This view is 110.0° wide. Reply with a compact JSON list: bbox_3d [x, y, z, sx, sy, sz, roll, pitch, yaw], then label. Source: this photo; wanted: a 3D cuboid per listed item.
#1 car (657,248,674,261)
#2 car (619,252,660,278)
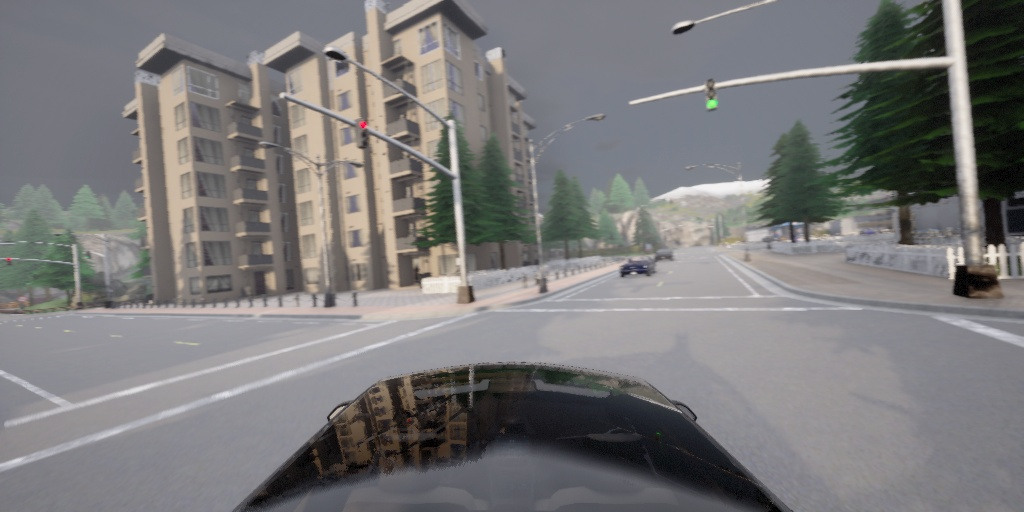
[{"bbox_3d":[17.939,-0.189,42.197,1.882,1.535,5.008,-5,0,28],"label":"car"},{"bbox_3d":[8.550,0.693,24.278,1.895,1.301,4.718,-5,0,28],"label":"car"}]
